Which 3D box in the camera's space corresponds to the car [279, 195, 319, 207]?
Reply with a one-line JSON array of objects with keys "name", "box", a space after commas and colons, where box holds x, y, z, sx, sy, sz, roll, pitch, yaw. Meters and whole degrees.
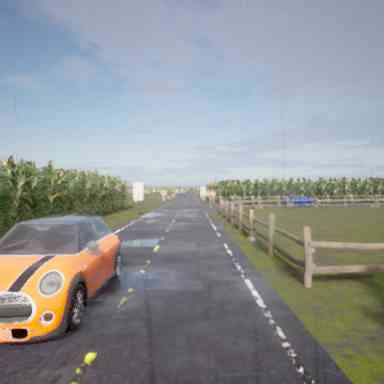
[{"name": "car", "box": [14.103, 1.148, 43.816, 5.008, 1.535, 1.882, -1, 1, -2]}]

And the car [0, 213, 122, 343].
[{"name": "car", "box": [-2.851, 1.326, 6.748, 2.097, 1.767, 4.553, 0, 0, 0]}]

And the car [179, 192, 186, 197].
[{"name": "car", "box": [-2.753, 0.722, 95.527, 1.994, 1.385, 4.181, 0, 0, 0]}]
